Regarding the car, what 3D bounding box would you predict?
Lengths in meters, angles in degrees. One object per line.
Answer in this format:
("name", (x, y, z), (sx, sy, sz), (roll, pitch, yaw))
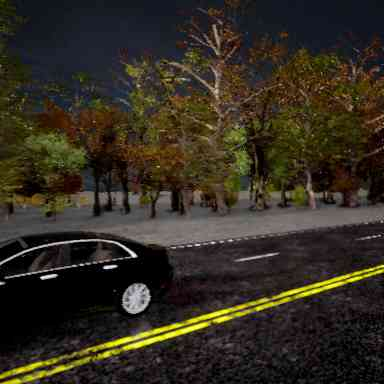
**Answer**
("car", (-2.633, 1.496, 5.792), (4.892, 1.490, 1.837), (0, 0, -35))
